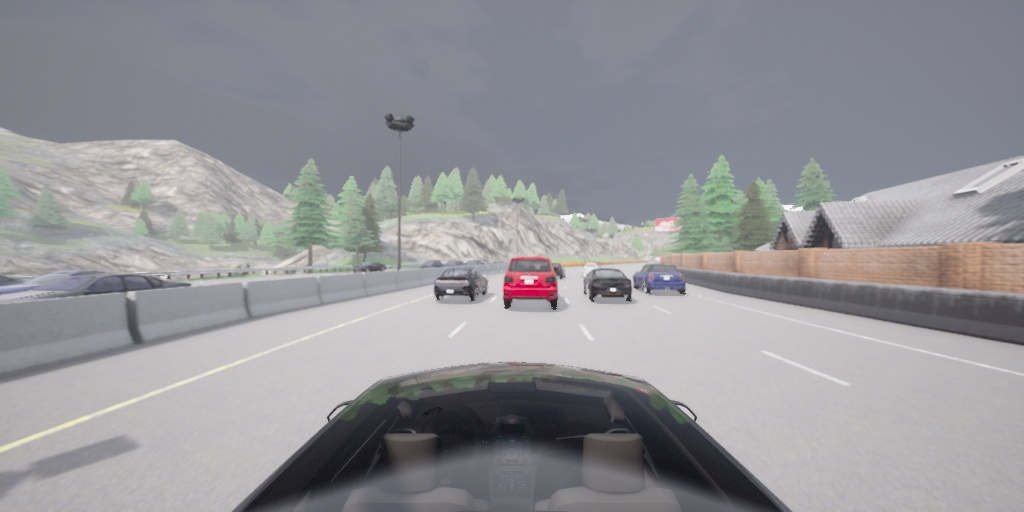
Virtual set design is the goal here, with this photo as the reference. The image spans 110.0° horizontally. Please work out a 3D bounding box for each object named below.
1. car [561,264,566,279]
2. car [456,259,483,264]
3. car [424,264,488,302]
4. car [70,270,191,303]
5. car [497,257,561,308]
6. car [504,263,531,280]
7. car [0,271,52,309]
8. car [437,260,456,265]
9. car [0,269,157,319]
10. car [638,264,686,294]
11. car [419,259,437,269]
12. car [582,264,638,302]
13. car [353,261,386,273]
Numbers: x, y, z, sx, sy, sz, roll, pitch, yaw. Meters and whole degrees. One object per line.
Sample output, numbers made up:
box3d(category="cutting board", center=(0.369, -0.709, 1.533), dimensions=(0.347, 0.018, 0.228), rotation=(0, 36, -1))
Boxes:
box3d(category="car", center=(4.273, 1.457, 35.832), dimensions=(1.837, 1.490, 4.892), rotation=(0, 0, 13))
box3d(category="car", center=(-5.778, 1.362, 52.380), dimensions=(2.097, 1.767, 4.553), rotation=(0, 0, 18))
box3d(category="car", center=(-2.393, 1.322, 17.743), dimensions=(2.128, 1.511, 4.902), rotation=(0, 0, 6))
box3d(category="car", center=(-13.673, 1.306, 11.883), dimensions=(2.033, 1.411, 5.357), rotation=(0, 0, 4))
box3d(category="car", center=(0.902, 1.052, 15.812), dimensions=(2.150, 2.045, 5.566), rotation=(0, 0, 6))
box3d(category="car", center=(0.608, 1.464, 35.555), dimensions=(1.812, 1.442, 4.674), rotation=(0, 0, 13))
box3d(category="car", center=(-20.560, 1.306, 13.103), dimensions=(1.994, 1.385, 4.181), rotation=(0, 0, 4))
box3d(category="car", center=(-8.837, 1.361, 54.220), dimensions=(2.097, 1.767, 4.553), rotation=(0, 0, 19))
box3d(category="car", center=(-16.989, 1.284, 13.800), dimensions=(1.812, 1.442, 4.674), rotation=(0, 0, 4))
box3d(category="car", center=(8.662, 1.241, 21.485), dimensions=(2.097, 1.767, 4.553), rotation=(0, 0, 8))
box3d(category="car", center=(-12.301, 1.353, 54.879), dimensions=(2.097, 1.767, 4.553), rotation=(0, 0, 19))
box3d(category="car", center=(4.674, 1.334, 18.051), dimensions=(1.882, 1.535, 5.008), rotation=(0, 0, 6))
box3d(category="car", center=(-18.458, 1.411, 46.544), dimensions=(1.882, 1.535, 5.008), rotation=(0, 0, 15))
